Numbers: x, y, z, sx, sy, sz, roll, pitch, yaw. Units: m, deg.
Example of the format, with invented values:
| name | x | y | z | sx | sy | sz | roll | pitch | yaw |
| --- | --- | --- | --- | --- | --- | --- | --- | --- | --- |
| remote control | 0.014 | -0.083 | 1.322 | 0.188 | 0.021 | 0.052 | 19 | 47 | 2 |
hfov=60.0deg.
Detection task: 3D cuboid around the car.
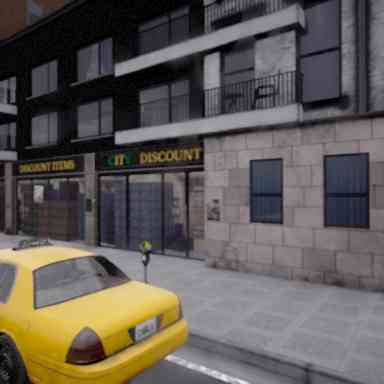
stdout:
| name | x | y | z | sx | sy | sz | roll | pitch | yaw |
| --- | --- | --- | --- | --- | --- | --- | --- | --- | --- |
| car | -2.595 | 1.481 | 5.114 | 5.366 | 1.575 | 1.801 | 0 | 0 | 35 |
